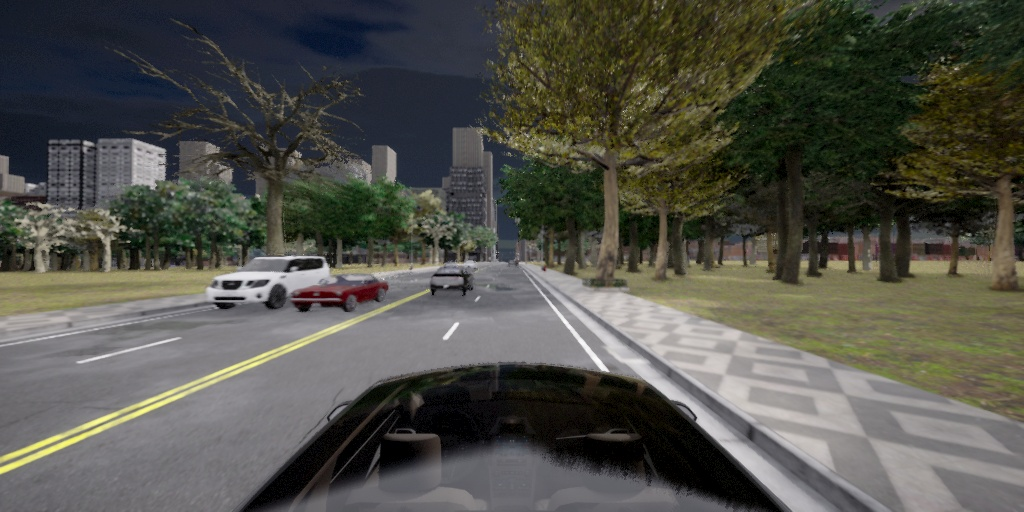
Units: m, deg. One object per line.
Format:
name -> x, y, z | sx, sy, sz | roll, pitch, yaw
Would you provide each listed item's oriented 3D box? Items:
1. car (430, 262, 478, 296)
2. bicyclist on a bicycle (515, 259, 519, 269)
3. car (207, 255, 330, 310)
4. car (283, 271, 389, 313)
car -> -3.147, 1.269, 19.540 | 2.128, 1.511, 4.902 | 0, 0, 0
bicyclist on a bicycle -> 0.903, 1.391, 59.538 | 0.582, 1.620, 1.656 | 0, -1, 0
car -> -9.847, 0.989, 15.242 | 2.150, 2.045, 5.566 | 0, 0, 0
car -> -6.598, 1.367, 14.308 | 1.895, 1.301, 4.718 | 0, 0, 0
